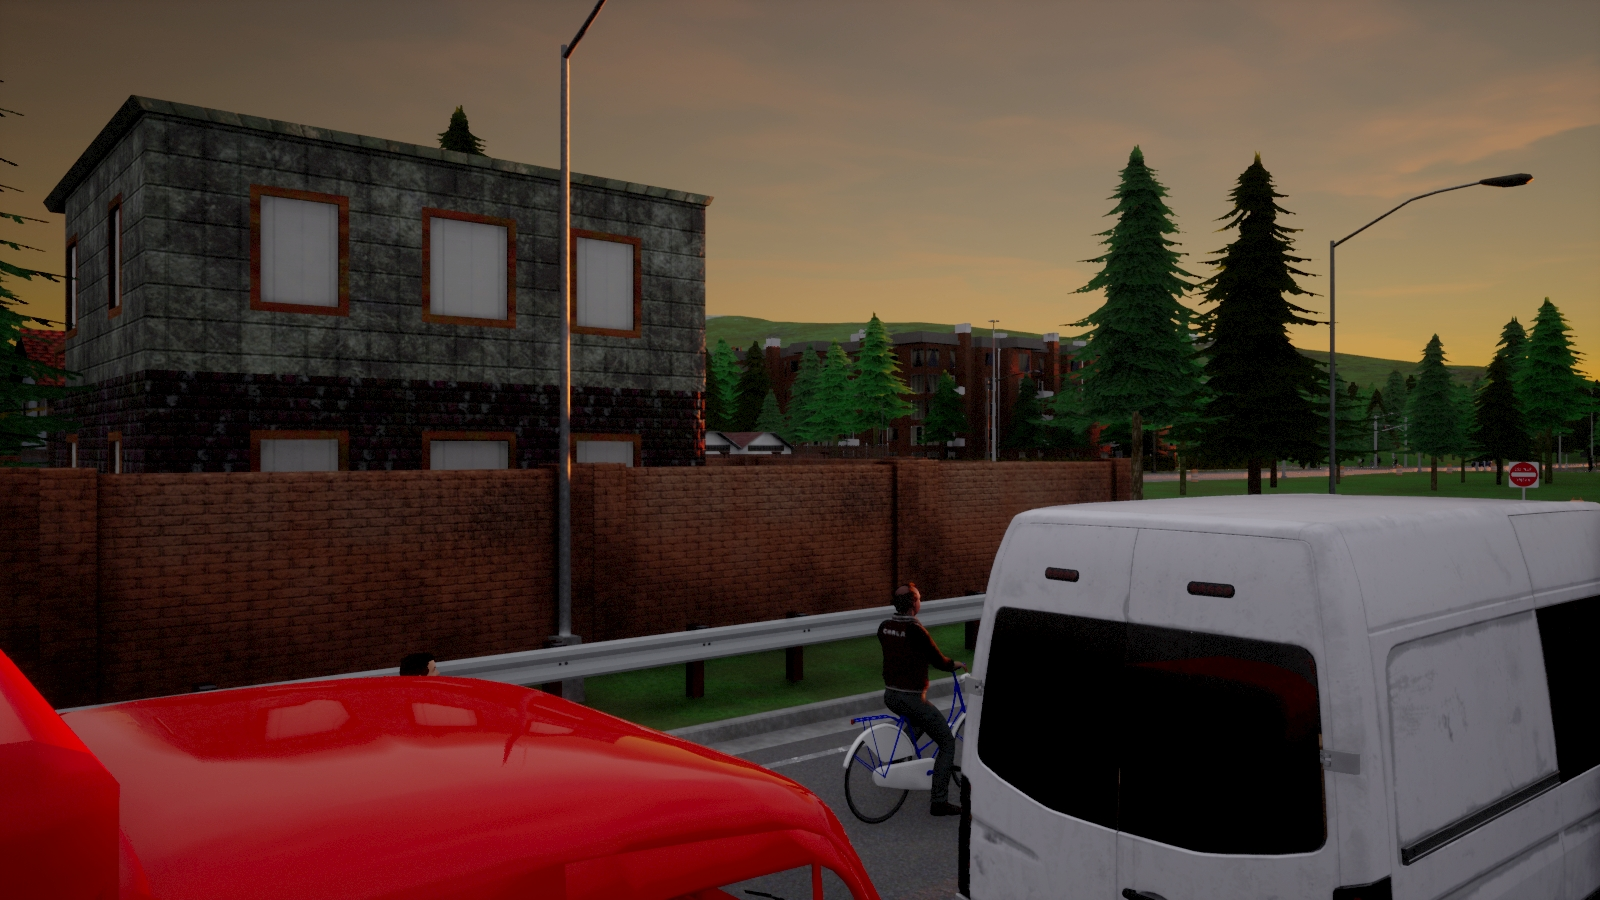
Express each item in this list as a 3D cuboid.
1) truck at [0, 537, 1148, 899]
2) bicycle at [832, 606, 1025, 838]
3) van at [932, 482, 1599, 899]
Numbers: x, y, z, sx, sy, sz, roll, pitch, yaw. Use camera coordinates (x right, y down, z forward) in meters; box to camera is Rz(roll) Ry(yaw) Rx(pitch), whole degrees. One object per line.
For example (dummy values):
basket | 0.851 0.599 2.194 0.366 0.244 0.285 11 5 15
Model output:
truck | -2.109 1.568 1.686 5.204 2.467 2.627 0 0 -40
bicycle | 1.045 2.060 8.955 1.835 1.471 0.329 0 0 -40
van | 3.509 1.534 6.458 5.915 2.561 1.988 0 0 -40
